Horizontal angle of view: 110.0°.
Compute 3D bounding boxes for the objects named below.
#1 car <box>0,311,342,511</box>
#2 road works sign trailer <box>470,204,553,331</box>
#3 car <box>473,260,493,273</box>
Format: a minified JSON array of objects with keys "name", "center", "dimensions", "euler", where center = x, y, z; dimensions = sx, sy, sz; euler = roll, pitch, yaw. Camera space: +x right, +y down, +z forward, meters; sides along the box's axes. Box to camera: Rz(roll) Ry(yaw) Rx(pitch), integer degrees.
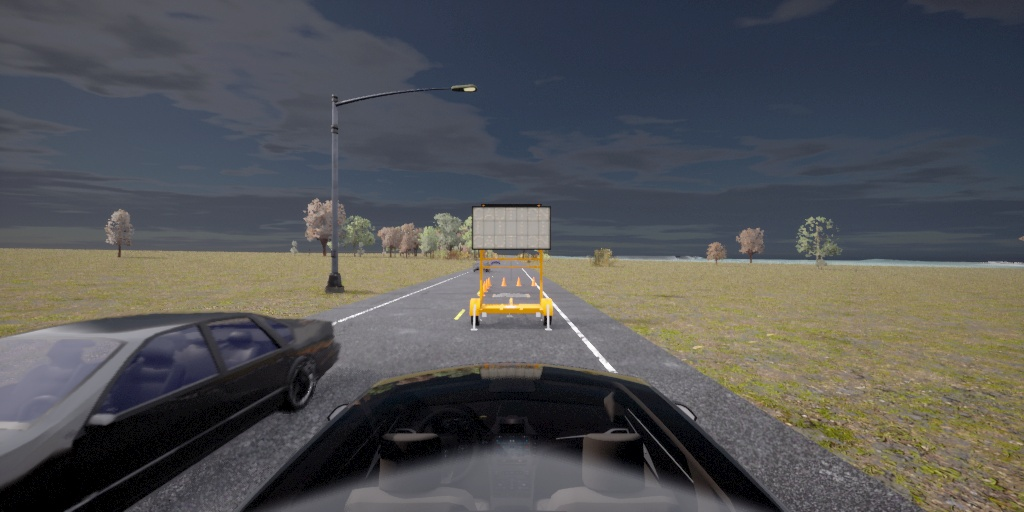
[{"name":"car","center":[-3.602,1.298,3.339],"dimensions":[2.033,1.411,5.357],"euler":[0,0,0]},{"name":"road works sign trailer","center":[-0.022,0.215,11.030],"dimensions":[2.380,3.560,2.880],"euler":[0,0,0]},{"name":"car","center":[-3.703,1.258,43.908],"dimensions":[1.837,1.490,4.892],"euler":[0,0,0]}]
